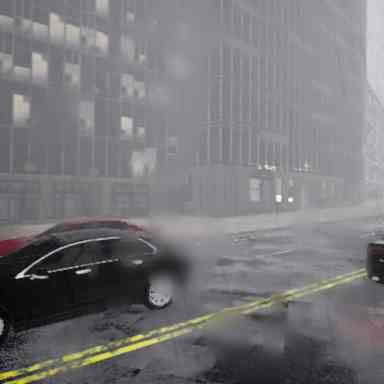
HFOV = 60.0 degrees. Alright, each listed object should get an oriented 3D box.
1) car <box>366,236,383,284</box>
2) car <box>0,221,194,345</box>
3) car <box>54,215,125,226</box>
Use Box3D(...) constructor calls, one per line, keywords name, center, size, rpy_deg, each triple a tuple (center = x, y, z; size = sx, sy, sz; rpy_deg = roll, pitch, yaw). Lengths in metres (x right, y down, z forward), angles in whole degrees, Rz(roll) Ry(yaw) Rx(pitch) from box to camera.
Box3D(name="car", center=(6.230, 1.438, 8.254), size=(5.008, 1.535, 1.882), rpy_deg=(0, 0, -38))
Box3D(name="car", center=(-2.236, 1.508, 6.173), size=(4.892, 1.490, 1.837), rpy_deg=(0, 0, -36))
Box3D(name="car", center=(-3.154, 1.479, 9.520), size=(5.008, 1.535, 1.882), rpy_deg=(0, 0, -37))
